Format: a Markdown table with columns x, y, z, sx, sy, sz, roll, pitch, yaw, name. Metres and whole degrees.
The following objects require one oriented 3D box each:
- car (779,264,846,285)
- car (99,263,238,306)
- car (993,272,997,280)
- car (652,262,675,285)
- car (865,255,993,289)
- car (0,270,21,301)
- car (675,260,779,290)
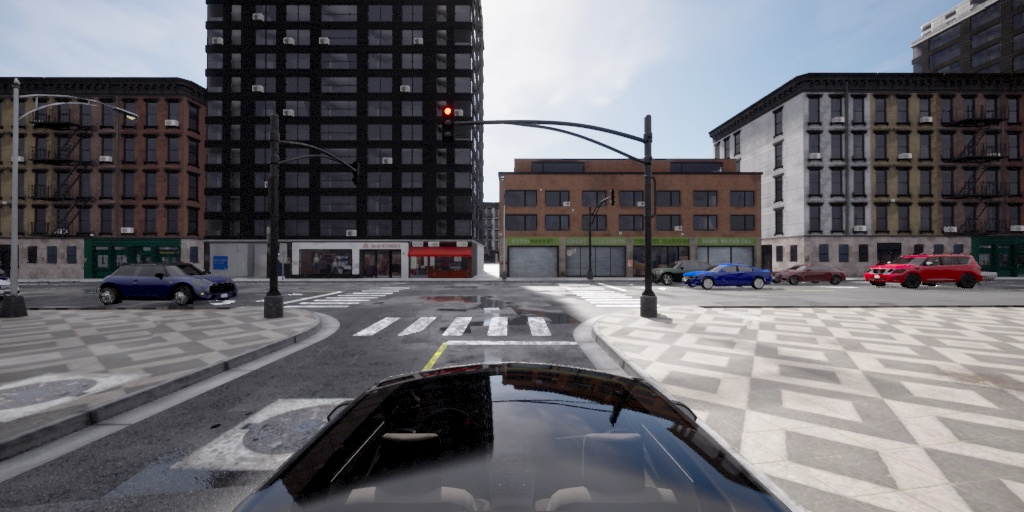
| x | y | z | sx | sy | sz | roll | pitch | yaw | name |
| --- | --- | --- | --- | --- | --- | --- | --- | --- | --- |
| 20.795 | 1.271 | 25.312 | 4.674 | 1.442 | 1.812 | 0 | 0 | 0 | car |
| -14.361 | 1.084 | 15.191 | 4.553 | 1.767 | 2.097 | 0 | 0 | 2 | car |
| 30.783 | 1.326 | 25.347 | 4.718 | 1.301 | 1.895 | 0 | 0 | 0 | car |
| 11.967 | 1.116 | 25.301 | 4.553 | 1.767 | 2.097 | 0 | 0 | 0 | car |
| 25.250 | 0.933 | 22.092 | 5.566 | 2.045 | 2.150 | 0 | 0 | 0 | car |
| -24.098 | 1.278 | 15.239 | 4.674 | 1.442 | 1.812 | 0 | 0 | 0 | car |
| 13.105 | 1.212 | 22.043 | 5.008 | 1.535 | 1.882 | 0 | 0 | -2 | car |
